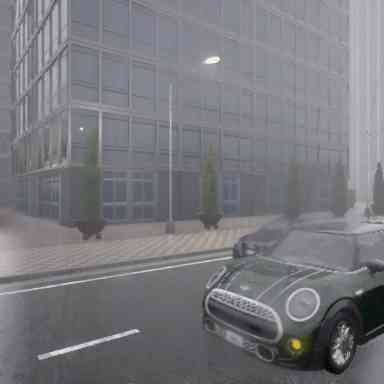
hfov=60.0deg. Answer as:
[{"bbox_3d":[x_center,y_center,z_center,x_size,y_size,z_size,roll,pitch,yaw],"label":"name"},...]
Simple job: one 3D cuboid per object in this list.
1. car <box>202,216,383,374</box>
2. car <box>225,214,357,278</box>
[{"bbox_3d":[2.363,1.352,5.758,4.553,1.767,2.097,0,0,-37],"label":"car"},{"bbox_3d":[3.301,1.564,10.818,4.181,1.385,1.994,0,0,-37],"label":"car"}]
